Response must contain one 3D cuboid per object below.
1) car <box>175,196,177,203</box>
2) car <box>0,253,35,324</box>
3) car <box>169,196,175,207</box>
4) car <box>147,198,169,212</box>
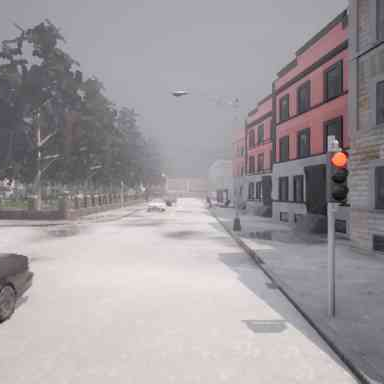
[{"bbox_3d":[-3.939,1.551,67.358,2.033,1.411,5.357,0,0,0],"label":"car"},{"bbox_3d":[-4.096,1.547,4.398,2.033,1.411,5.357,0,0,0],"label":"car"},{"bbox_3d":[-4.047,1.601,51.344,1.895,1.301,4.718,0,0,0],"label":"car"},{"bbox_3d":[-4.051,1.526,38.957,1.812,1.442,4.674,0,0,0],"label":"car"}]
